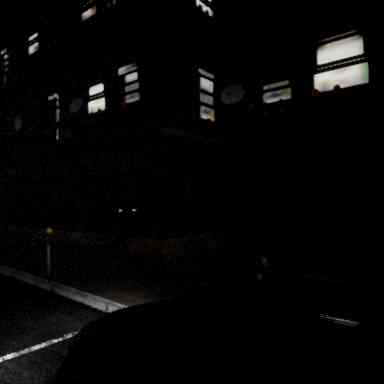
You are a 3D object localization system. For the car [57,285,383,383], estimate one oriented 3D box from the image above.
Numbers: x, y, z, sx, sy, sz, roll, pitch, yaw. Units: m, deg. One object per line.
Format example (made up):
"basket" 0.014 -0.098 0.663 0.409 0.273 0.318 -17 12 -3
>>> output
"car" 0.791 1.551 2.691 4.674 1.442 1.812 0 0 39
